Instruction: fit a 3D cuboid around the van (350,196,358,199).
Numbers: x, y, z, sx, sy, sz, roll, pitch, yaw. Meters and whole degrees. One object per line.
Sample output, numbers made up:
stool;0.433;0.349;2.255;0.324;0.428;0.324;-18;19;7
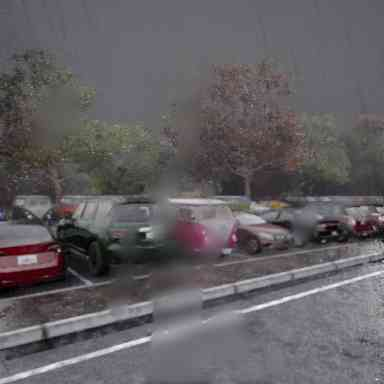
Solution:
van;17.145;1.482;40.358;1.878;1.987;4.442;1;0;-35

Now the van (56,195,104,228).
van;-7.811;1.224;22.872;1.878;1.987;4.442;1;0;-35

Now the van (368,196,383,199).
van;23.922;1.556;45.195;1.878;1.987;4.442;1;0;-36

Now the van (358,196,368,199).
van;19.266;1.506;42.155;1.878;1.987;4.442;1;0;-35

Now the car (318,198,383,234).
car;8.789;1.417;18.455;2.185;1.767;4.553;1;0;-35

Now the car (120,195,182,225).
car;-3.316;1.244;25.896;2.435;2.045;5.566;1;0;-35

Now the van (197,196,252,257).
van;-0.206;1.222;11.944;1.878;1.987;4.442;1;0;-35

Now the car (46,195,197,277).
car;-2.551;1.173;10.452;2.435;2.045;5.566;1;0;-35

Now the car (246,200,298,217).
car;8.053;1.614;34.020;2.097;1.535;5.008;1;0;-35

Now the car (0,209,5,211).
car;-12.245;1.430;19.578;2.097;1.535;5.008;-1;0;-35

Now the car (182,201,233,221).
car;1.282;1.584;29.202;2.002;1.452;4.674;1;0;-35

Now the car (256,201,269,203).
car;5.690;1.630;32.347;2.002;1.452;4.674;1;0;-35

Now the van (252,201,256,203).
van;3.369;1.340;30.834;1.878;1.987;4.442;1;0;-35

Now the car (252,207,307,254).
car;1.985;1.512;13.650;2.002;1.452;4.674;1;0;-35

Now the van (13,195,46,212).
van;-10.040;1.199;20.998;1.878;1.987;4.442;0;0;-35

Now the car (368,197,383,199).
car;21.585;1.755;43.670;2.097;1.535;5.008;1;0;-35

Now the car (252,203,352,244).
car;4.251;1.495;15.254;2.097;1.535;5.008;1;0;-35

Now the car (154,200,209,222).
car;-0.973;1.520;27.592;2.097;1.535;5.008;1;0;-35

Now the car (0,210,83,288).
car;-4.793;1.460;8.856;2.163;1.488;4.792;0;0;-35

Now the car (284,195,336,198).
car;12.581;1.410;37.217;2.435;2.045;5.566;1;0;-35

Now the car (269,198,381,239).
car;6.528;1.393;16.844;2.185;1.767;4.553;1;0;-35

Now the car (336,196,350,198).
car;14.838;1.433;38.824;2.435;2.045;5.566;1;0;-35

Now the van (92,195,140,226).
van;-5.657;1.246;24.407;1.878;1.987;4.442;1;0;-35
